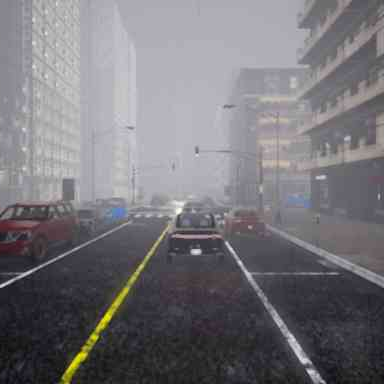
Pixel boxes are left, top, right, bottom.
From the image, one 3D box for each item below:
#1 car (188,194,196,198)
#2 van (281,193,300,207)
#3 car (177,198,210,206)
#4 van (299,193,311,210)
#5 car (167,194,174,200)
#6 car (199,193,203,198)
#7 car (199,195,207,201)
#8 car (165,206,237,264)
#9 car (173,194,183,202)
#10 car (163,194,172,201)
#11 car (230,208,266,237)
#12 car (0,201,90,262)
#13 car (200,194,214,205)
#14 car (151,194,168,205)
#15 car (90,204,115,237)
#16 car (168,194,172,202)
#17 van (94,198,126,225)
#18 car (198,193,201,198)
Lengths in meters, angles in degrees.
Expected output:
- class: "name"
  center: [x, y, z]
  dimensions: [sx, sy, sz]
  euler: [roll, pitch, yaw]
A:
- class: "car"
  center: [0.003, 1.423, 85.829]
  dimensions: [1.895, 1.301, 4.718]
  euler: [0, 0, 0]
- class: "van"
  center: [13.710, 1.007, 43.052]
  dimensions: [3.998, 1.788, 1.690]
  euler: [-1, 1, 0]
- class: "car"
  center: [0.220, 1.477, 27.336]
  dimensions: [2.033, 1.411, 5.357]
  euler: [0, 0, 4]
- class: "van"
  center: [13.731, 1.066, 34.672]
  dimensions: [3.998, 1.788, 1.690]
  euler: [-1, 1, 0]
- class: "car"
  center: [-5.691, 1.357, 88.495]
  dimensions: [1.752, 1.417, 4.829]
  euler: [0, 0, 0]
- class: "car"
  center: [2.688, 1.411, 61.026]
  dimensions: [1.887, 1.381, 4.507]
  euler: [0, 0, 0]
- class: "car"
  center: [2.689, 1.403, 83.137]
  dimensions: [1.947, 1.339, 4.313]
  euler: [0, 0, 0]
- class: "car"
  center: [0.103, 1.459, 11.737]
  dimensions: [2.128, 1.511, 4.902]
  euler: [0, 0, 0]
- class: "car"
  center: [-2.996, 1.372, 74.500]
  dimensions: [2.128, 1.511, 4.902]
  euler: [0, 0, 0]
- class: "car"
  center: [-5.692, 1.283, 77.610]
  dimensions: [1.967, 1.590, 4.097]
  euler: [0, 0, 0]
- class: "car"
  center: [2.686, 1.497, 17.585]
  dimensions: [1.887, 1.381, 4.507]
  euler: [0, 0, 0]
- class: "car"
  center: [-5.696, 1.282, 12.063]
  dimensions: [2.192, 1.841, 5.009]
  euler: [0, 0, 0]
- class: "car"
  center: [2.688, 1.421, 55.499]
  dimensions: [1.887, 1.381, 4.507]
  euler: [0, 0, 0]
- class: "car"
  center: [-5.693, 1.191, 55.499]
  dimensions: [2.192, 1.841, 5.009]
  euler: [0, 0, 0]
- class: "car"
  center: [-5.694, 1.519, 17.587]
  dimensions: [1.947, 1.339, 4.313]
  euler: [0, 0, 0]
- class: "car"
  center: [-5.691, 1.403, 66.555]
  dimensions: [1.887, 1.381, 4.507]
  euler: [0, 0, 0]
- class: "van"
  center: [-5.695, 1.281, 23.109]
  dimensions: [1.690, 1.788, 3.998]
  euler: [0, 0, 0]
- class: "car"
  center: [2.688, 1.298, 66.553]
  dimensions: [1.967, 1.590, 4.097]
  euler: [0, 0, 0]
